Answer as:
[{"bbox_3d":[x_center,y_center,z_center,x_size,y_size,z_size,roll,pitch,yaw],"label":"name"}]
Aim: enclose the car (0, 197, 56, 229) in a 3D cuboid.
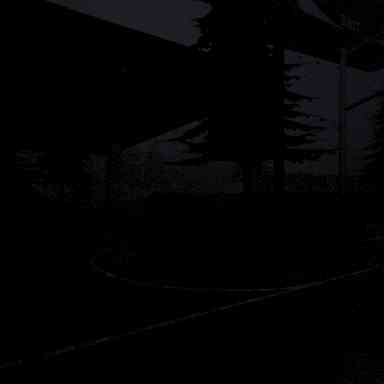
[{"bbox_3d":[-11.854,1.313,23.546,3.866,1.878,1.905,0,0,-36],"label":"car"}]
